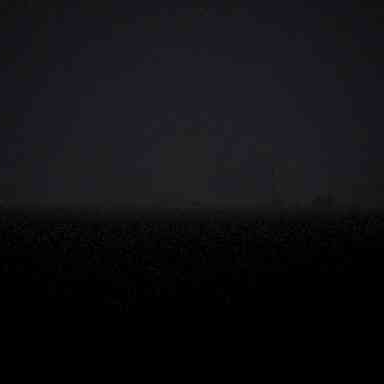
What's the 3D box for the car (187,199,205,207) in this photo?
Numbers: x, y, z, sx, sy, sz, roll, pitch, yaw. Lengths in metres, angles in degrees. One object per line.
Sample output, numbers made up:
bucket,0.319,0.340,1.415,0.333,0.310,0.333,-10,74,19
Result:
car,0.859,2.383,71.915,1.837,1.490,4.892,0,0,36
